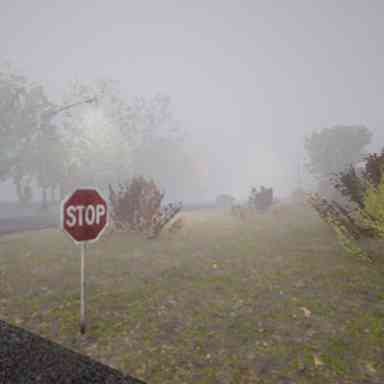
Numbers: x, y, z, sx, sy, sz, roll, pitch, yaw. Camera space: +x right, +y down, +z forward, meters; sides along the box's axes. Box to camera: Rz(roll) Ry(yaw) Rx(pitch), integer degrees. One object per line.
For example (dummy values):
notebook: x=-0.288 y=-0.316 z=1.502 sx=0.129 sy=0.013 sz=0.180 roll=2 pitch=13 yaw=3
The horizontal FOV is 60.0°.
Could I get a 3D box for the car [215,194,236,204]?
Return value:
car: x=5.413 y=1.147 z=53.287 sx=1.837 sy=1.490 sz=4.892 roll=0 pitch=1 yaw=30
